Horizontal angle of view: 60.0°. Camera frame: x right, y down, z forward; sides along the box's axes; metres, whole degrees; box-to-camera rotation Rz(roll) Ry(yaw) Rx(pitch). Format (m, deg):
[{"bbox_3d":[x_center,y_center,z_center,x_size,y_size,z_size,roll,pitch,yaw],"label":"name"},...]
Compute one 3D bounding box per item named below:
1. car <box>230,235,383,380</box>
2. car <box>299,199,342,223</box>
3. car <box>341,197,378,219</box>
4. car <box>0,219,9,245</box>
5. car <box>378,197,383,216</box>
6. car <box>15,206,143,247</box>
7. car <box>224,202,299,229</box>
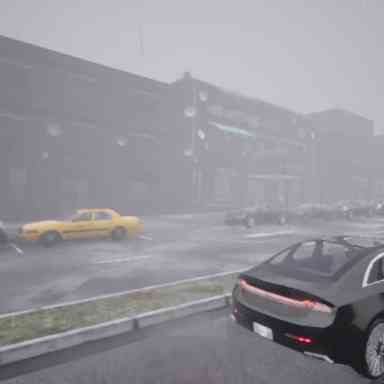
[{"bbox_3d":[2.850,1.486,5.500,4.902,1.511,2.128,0,0,-35],"label":"car"},{"bbox_3d":[8.737,1.461,24.735,4.674,1.452,2.002,0,0,-36],"label":"car"},{"bbox_3d":[13.146,1.289,27.903,4.553,1.767,2.185,0,0,-36],"label":"car"},{"bbox_3d":[-9.186,1.323,11.853,4.553,1.767,2.185,0,0,-36],"label":"car"},{"bbox_3d":[17.632,1.282,31.128,4.553,1.767,2.185,0,0,-36],"label":"car"},{"bbox_3d":[-4.873,1.439,14.950,5.366,1.575,1.946,0,0,-36],"label":"car"},{"bbox_3d":[4.255,1.429,21.512,4.892,1.521,2.231,0,0,-36],"label":"car"}]
